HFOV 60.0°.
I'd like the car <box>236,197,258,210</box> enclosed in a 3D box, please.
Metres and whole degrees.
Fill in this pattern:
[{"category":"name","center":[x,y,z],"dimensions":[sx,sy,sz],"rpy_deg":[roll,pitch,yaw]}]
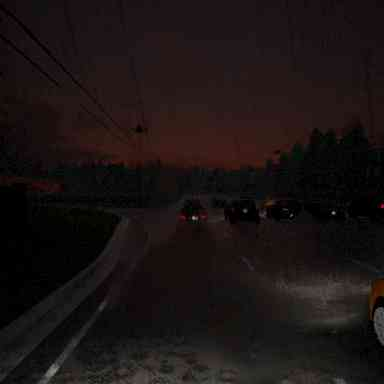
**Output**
[{"category":"car","center":[7.097,1.431,43.442],"dimensions":[2.128,1.511,4.902],"rpy_deg":[0,0,0]}]

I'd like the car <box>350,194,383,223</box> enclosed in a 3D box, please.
[{"category":"car","center":[14.098,1.185,25.318],"dimensions":[2.150,2.045,5.566],"rpy_deg":[0,0,0]}]

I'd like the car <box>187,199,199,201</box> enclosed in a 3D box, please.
[{"category":"car","center":[0.098,1.543,41.486],"dimensions":[1.895,1.301,4.718],"rpy_deg":[0,0,0]}]

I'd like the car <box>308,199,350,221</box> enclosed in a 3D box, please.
[{"category":"car","center":[10.599,1.526,26.913],"dimensions":[1.994,1.385,4.181],"rpy_deg":[0,0,0]}]

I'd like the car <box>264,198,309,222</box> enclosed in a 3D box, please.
[{"category":"car","center":[7.099,1.453,26.067],"dimensions":[2.128,1.511,4.902],"rpy_deg":[0,0,0]}]

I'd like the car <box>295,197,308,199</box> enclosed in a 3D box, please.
[{"category":"car","center":[14.098,1.431,43.434],"dimensions":[2.128,1.511,4.902],"rpy_deg":[0,0,0]}]

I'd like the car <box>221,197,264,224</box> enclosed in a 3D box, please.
[{"category":"car","center":[3.600,1.315,24.600],"dimensions":[2.097,1.767,4.553],"rpy_deg":[0,0,0]}]

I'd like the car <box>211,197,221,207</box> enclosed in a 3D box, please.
[{"category":"car","center":[3.598,1.415,45.021],"dimensions":[1.882,1.535,5.008],"rpy_deg":[0,0,0]}]

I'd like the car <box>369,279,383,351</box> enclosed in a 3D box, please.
[{"category":"car","center":[3.599,1.473,3.021],"dimensions":[1.882,1.535,5.008],"rpy_deg":[0,0,0]}]

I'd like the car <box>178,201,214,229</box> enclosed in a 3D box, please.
[{"category":"car","center":[0.099,1.515,21.264],"dimensions":[2.033,1.411,5.357],"rpy_deg":[0,0,0]}]
